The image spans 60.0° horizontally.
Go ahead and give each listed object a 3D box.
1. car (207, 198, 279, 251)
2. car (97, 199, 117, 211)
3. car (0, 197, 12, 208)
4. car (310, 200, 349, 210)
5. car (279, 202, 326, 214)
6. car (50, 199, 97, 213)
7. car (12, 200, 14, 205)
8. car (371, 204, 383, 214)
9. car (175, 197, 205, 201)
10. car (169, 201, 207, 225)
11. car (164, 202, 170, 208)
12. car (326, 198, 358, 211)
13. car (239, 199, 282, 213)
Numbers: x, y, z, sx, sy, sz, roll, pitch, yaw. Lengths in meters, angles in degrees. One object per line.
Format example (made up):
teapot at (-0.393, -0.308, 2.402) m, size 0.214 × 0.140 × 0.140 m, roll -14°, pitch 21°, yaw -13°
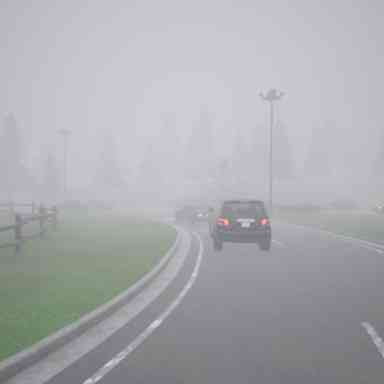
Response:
car at (1.964, 1.282, 14.645) m, size 2.150 × 2.045 × 5.566 m, roll 0°, pitch 0°, yaw 1°
car at (-12.100, 1.615, 41.315) m, size 5.357 × 1.411 × 2.033 m, roll 0°, pitch 0°, yaw 2°
car at (-27.870, 1.467, 45.328) m, size 5.008 × 1.535 × 1.882 m, roll 0°, pitch 0°, yaw 2°
car at (19.465, 1.871, 47.297) m, size 4.718 × 1.301 × 1.895 m, roll 0°, pitch 0°, yaw 2°
car at (11.860, 1.793, 37.038) m, size 4.718 × 1.301 × 1.895 m, roll 0°, pitch 0°, yaw 2°
car at (-13.768, 1.572, 37.867) m, size 4.674 × 1.442 × 1.812 m, roll 0°, pitch 0°, yaw 2°
car at (-28.652, 1.522, 48.855) m, size 4.674 × 1.442 × 1.812 m, roll 0°, pitch 0°, yaw 2°
car at (22.324, 1.603, 36.700) m, size 4.553 × 1.767 × 2.097 m, roll 0°, pitch 0°, yaw 2°
car at (-0.223, 1.498, 44.433) m, size 4.553 × 1.767 × 2.097 m, roll 0°, pitch 0°, yaw 2°
car at (0.228, 1.632, 25.132) m, size 2.033 × 1.411 × 5.357 m, roll 0°, pitch 0°, yaw -21°
car at (-1.467, 1.629, 47.976) m, size 5.008 × 1.535 × 1.882 m, roll 0°, pitch 0°, yaw 2°
car at (19.241, 1.610, 43.803) m, size 4.553 × 1.767 × 2.097 m, roll 0°, pitch 0°, yaw 2°
car at (8.298, 1.675, 40.655) m, size 4.902 × 1.511 × 2.128 m, roll 0°, pitch 0°, yaw 2°
